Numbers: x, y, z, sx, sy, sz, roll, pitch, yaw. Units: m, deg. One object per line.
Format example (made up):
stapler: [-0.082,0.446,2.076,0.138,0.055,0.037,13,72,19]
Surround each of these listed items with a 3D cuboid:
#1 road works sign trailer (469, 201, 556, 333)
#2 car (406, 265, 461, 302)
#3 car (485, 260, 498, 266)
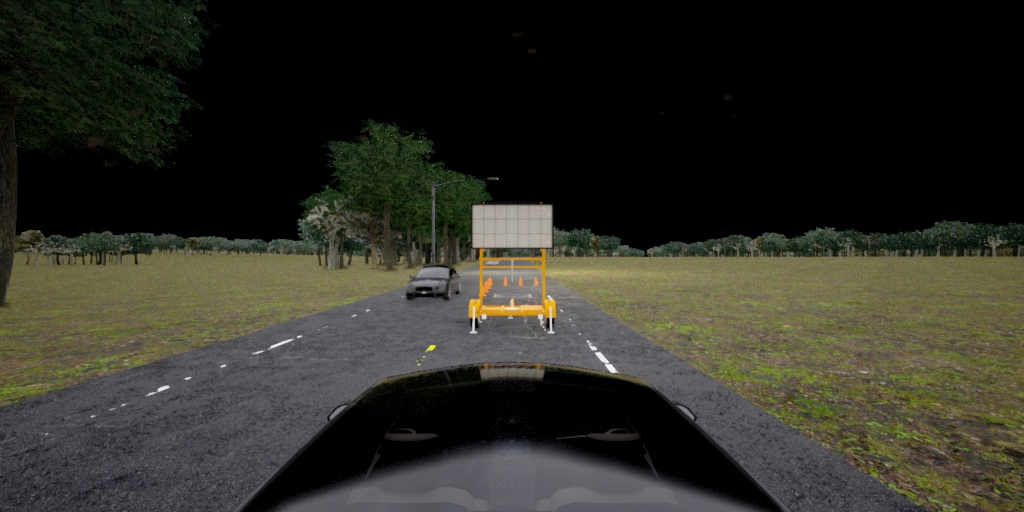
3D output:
road works sign trailer: [0.012,0.199,10.614,2.380,3.560,2.880,0,0,0]
car: [-3.564,1.223,16.970,1.837,1.490,4.892,0,0,0]
car: [-3.235,1.142,57.668,1.895,1.301,4.718,0,0,1]
